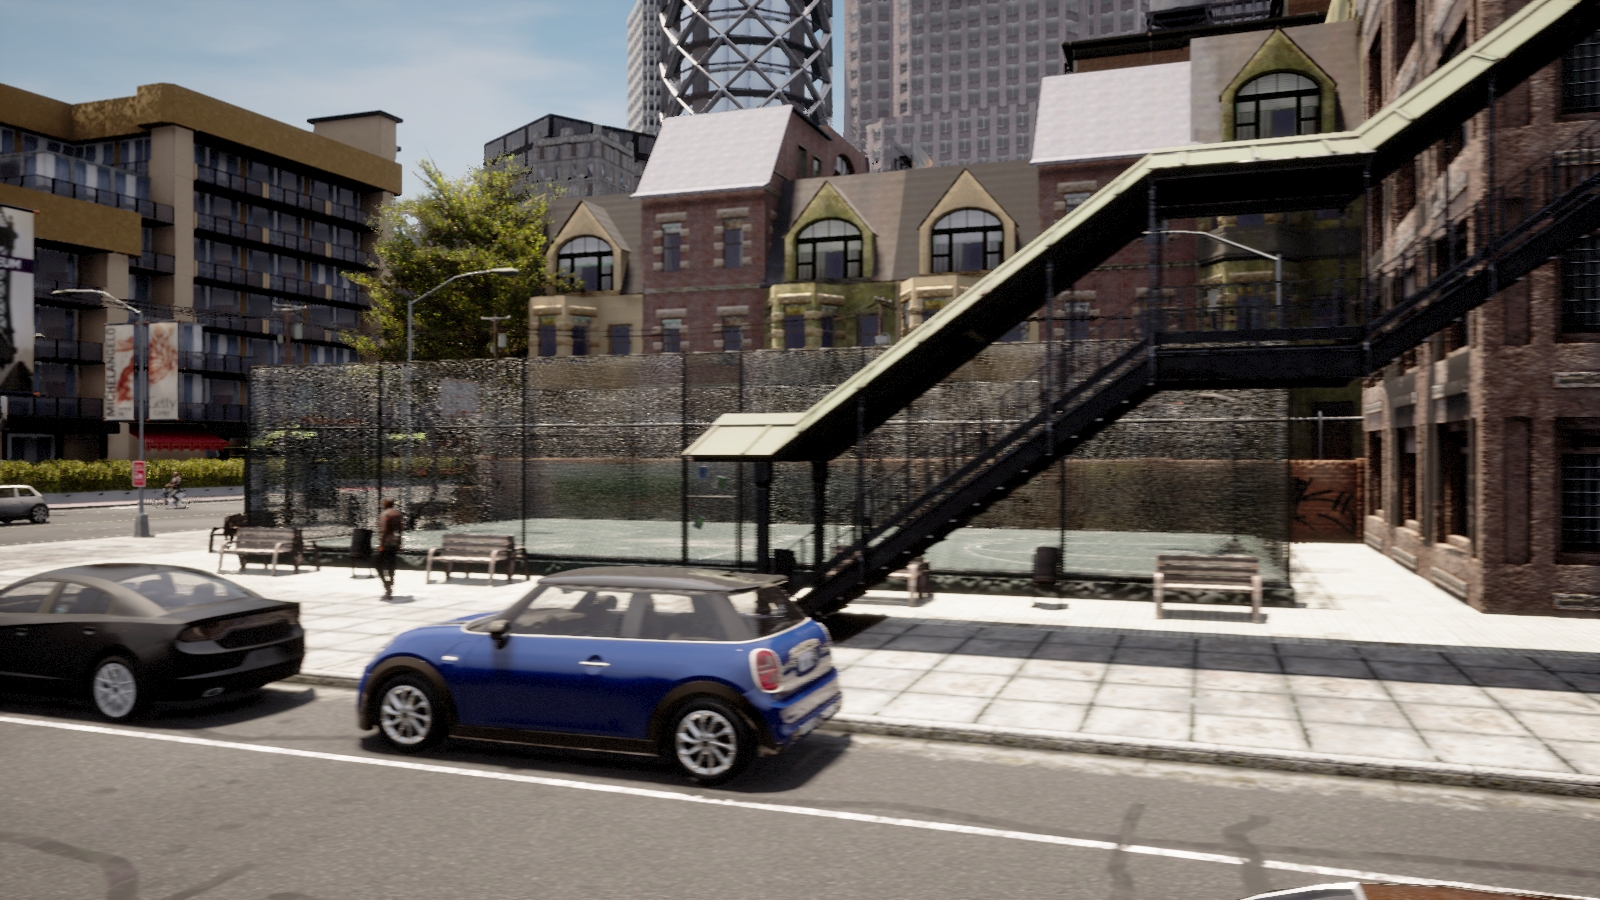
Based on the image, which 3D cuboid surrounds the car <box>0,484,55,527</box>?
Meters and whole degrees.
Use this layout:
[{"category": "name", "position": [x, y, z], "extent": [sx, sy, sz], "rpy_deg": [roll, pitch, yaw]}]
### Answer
[{"category": "car", "position": [-30.023, 2.065, 42.175], "extent": [1.970, 1.475, 3.806], "rpy_deg": [0, 0, 20]}]

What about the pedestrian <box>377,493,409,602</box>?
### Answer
[{"category": "pedestrian", "position": [-7.122, 1.696, 19.984], "extent": [0.375, 1.860, 0.375], "rpy_deg": [0, 0, 31]}]

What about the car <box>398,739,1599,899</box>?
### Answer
[{"category": "car", "position": [1.550, 1.992, 2.730], "extent": [5.027, 1.651, 2.152], "rpy_deg": [0, 0, 20]}]

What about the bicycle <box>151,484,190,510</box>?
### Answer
[{"category": "bicycle", "position": [-29.628, 2.210, 53.798], "extent": [0.329, 1.171, 1.835], "rpy_deg": [0, 0, 20]}]
